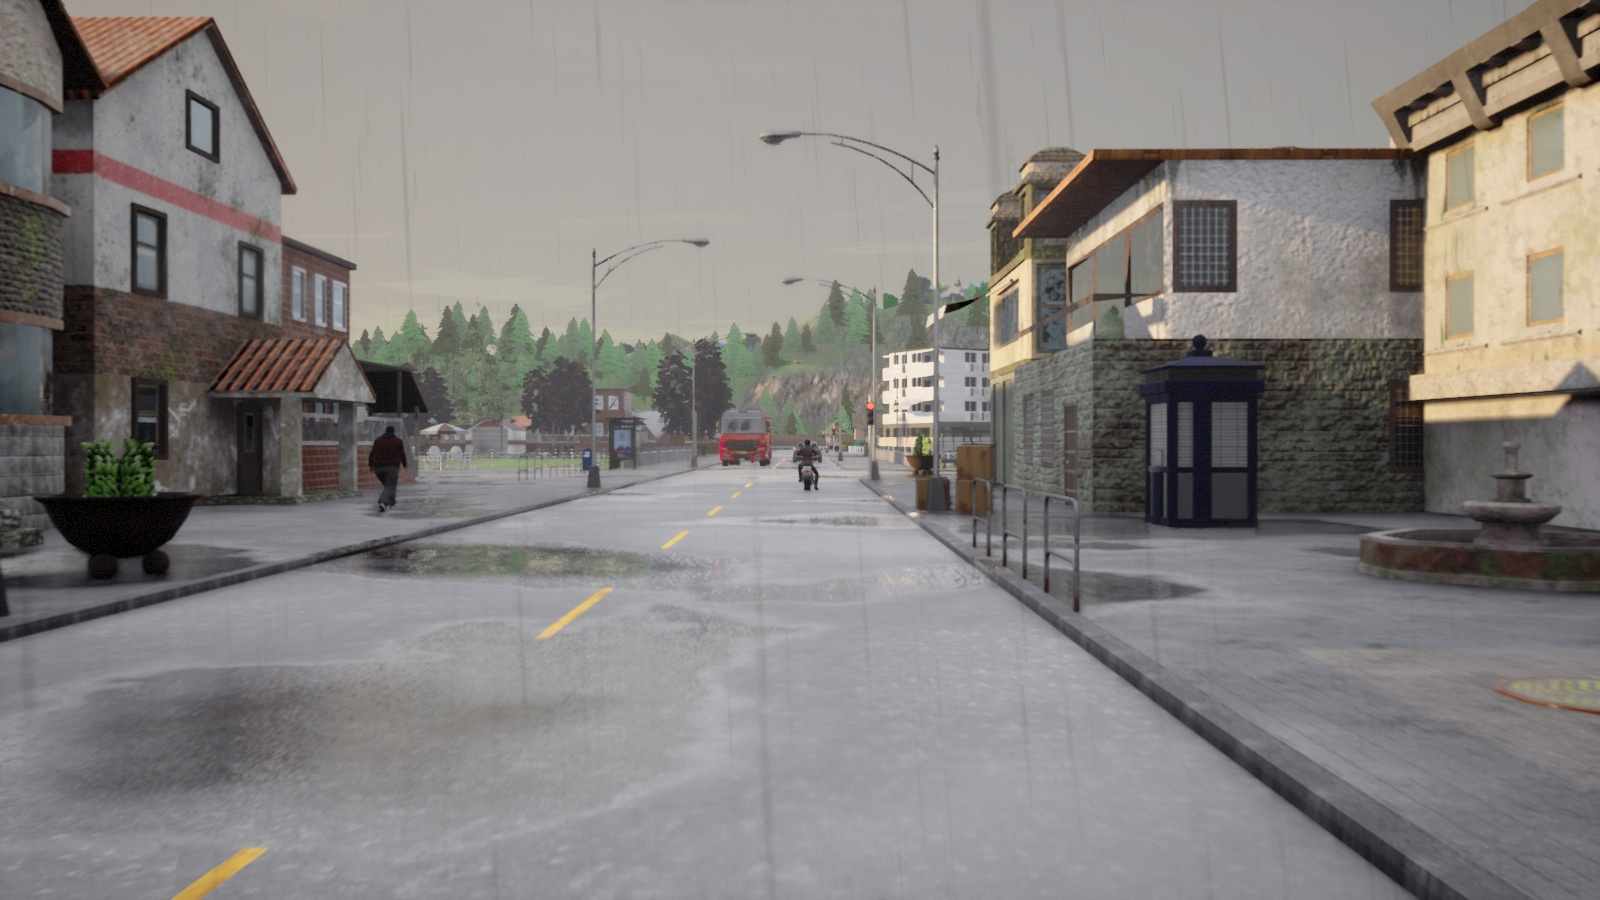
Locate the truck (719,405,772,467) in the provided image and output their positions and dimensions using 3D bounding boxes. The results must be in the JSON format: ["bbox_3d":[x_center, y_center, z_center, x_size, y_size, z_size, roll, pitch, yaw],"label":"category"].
[{"bbox_3d":[-3.481,-0.884,82.105,2.891,3.827,8.468,0,0,2],"label":"truck"}]

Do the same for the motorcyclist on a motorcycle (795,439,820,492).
[{"bbox_3d":[0.235,0.474,39.641,0.766,1.649,2.350,0,0,1],"label":"motorcyclist on a motorcycle"}]

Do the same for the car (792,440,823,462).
[{"bbox_3d":[0.554,0.056,94.905,2.242,1.667,4.611,0,0,0],"label":"car"}]

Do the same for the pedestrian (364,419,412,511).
[{"bbox_3d":[-8.402,0.301,25.640,0.634,1.844,0.899,0,0,5],"label":"pedestrian"}]
